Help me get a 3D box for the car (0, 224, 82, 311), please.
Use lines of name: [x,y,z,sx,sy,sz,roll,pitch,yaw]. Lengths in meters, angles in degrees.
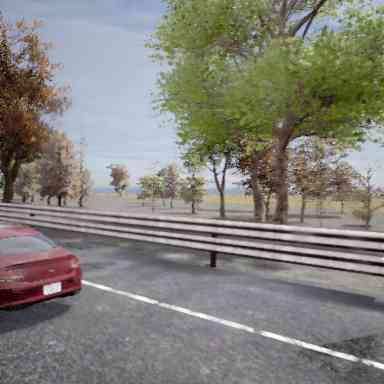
car: [-4.182,1.402,6.903,4.674,1.442,1.812,1,1,36]
